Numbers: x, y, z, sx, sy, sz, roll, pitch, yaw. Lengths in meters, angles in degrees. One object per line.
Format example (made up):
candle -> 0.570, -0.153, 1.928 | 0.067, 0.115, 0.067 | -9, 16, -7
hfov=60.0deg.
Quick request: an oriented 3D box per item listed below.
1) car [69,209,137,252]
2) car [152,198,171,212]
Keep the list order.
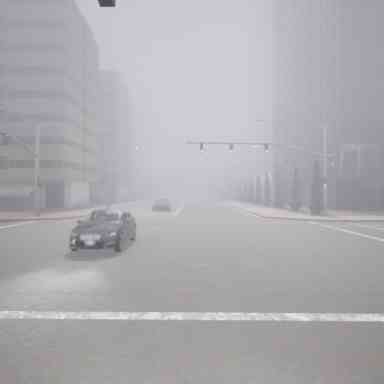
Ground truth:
car -> -3.487, 1.473, 13.795 | 2.128, 1.511, 4.902 | 0, 0, 0
car -> -3.461, 1.491, 38.581 | 1.882, 1.535, 5.008 | 0, 0, 0
